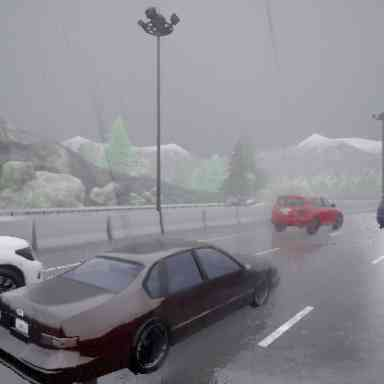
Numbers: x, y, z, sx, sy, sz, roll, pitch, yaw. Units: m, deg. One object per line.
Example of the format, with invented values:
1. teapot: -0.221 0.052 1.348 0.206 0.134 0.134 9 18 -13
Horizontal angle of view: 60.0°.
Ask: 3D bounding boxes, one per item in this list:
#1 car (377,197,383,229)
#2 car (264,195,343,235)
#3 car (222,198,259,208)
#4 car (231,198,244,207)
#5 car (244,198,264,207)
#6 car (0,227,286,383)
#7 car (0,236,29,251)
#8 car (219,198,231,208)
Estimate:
1. car: 13.429 1.216 20.736 5.566 2.045 2.150 0 0 -44
2. car: 6.658 1.211 18.975 2.150 2.045 5.566 0 -1 44
3. car: 6.992 1.539 47.743 5.357 1.411 2.033 0 0 -38
4. car: 7.071 1.518 38.744 4.674 1.442 1.812 0 0 -40
5. car: 8.079 1.470 34.989 5.008 1.535 1.882 0 0 -41
6. car: -0.358 1.546 5.697 2.033 1.411 5.357 0 0 38
7. car: -5.264 1.222 5.007 2.150 2.045 5.566 0 0 37
8. car: 5.477 1.484 41.979 4.902 1.511 2.128 0 0 -40
